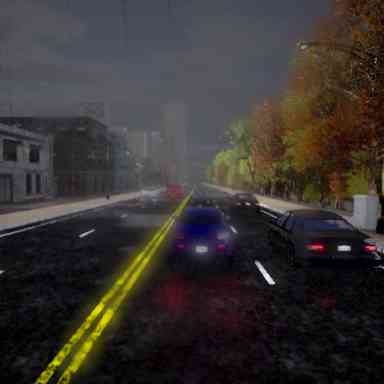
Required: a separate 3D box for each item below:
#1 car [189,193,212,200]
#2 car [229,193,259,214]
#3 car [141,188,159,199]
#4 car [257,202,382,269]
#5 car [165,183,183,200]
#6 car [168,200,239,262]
[{"bbox_3d":[0.723,0.740,28.327,1.895,1.301,4.718,0,2,2],"label":"car"},{"bbox_3d":[3.882,0.797,25.004,2.033,1.411,5.357,0,2,2],"label":"car"},{"bbox_3d":[-5.570,0.157,44.481,1.812,1.442,4.674,0,1,1],"label":"car"},{"bbox_3d":[3.529,1.249,10.045,2.033,1.411,5.357,0,2,2],"label":"car"},{"bbox_3d":[-2.330,-0.128,44.072,2.150,2.045,5.566,0,2,1],"label":"car"},{"bbox_3d":[0.292,1.199,10.659,1.812,1.442,4.674,0,2,1],"label":"car"}]
